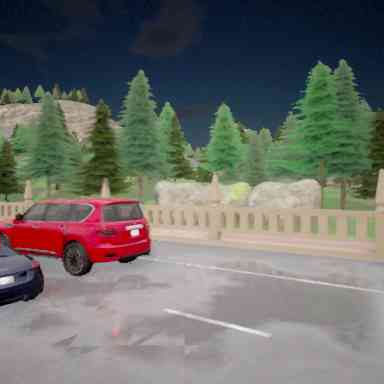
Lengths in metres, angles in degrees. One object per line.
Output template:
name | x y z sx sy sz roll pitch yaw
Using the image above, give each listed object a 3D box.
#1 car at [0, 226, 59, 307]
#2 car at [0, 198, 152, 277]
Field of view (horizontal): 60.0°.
car | -5.056 1.552 6.938 4.181 1.385 1.994 0 0 31
car | -3.848 1.196 10.337 5.566 2.045 2.150 0 0 30
